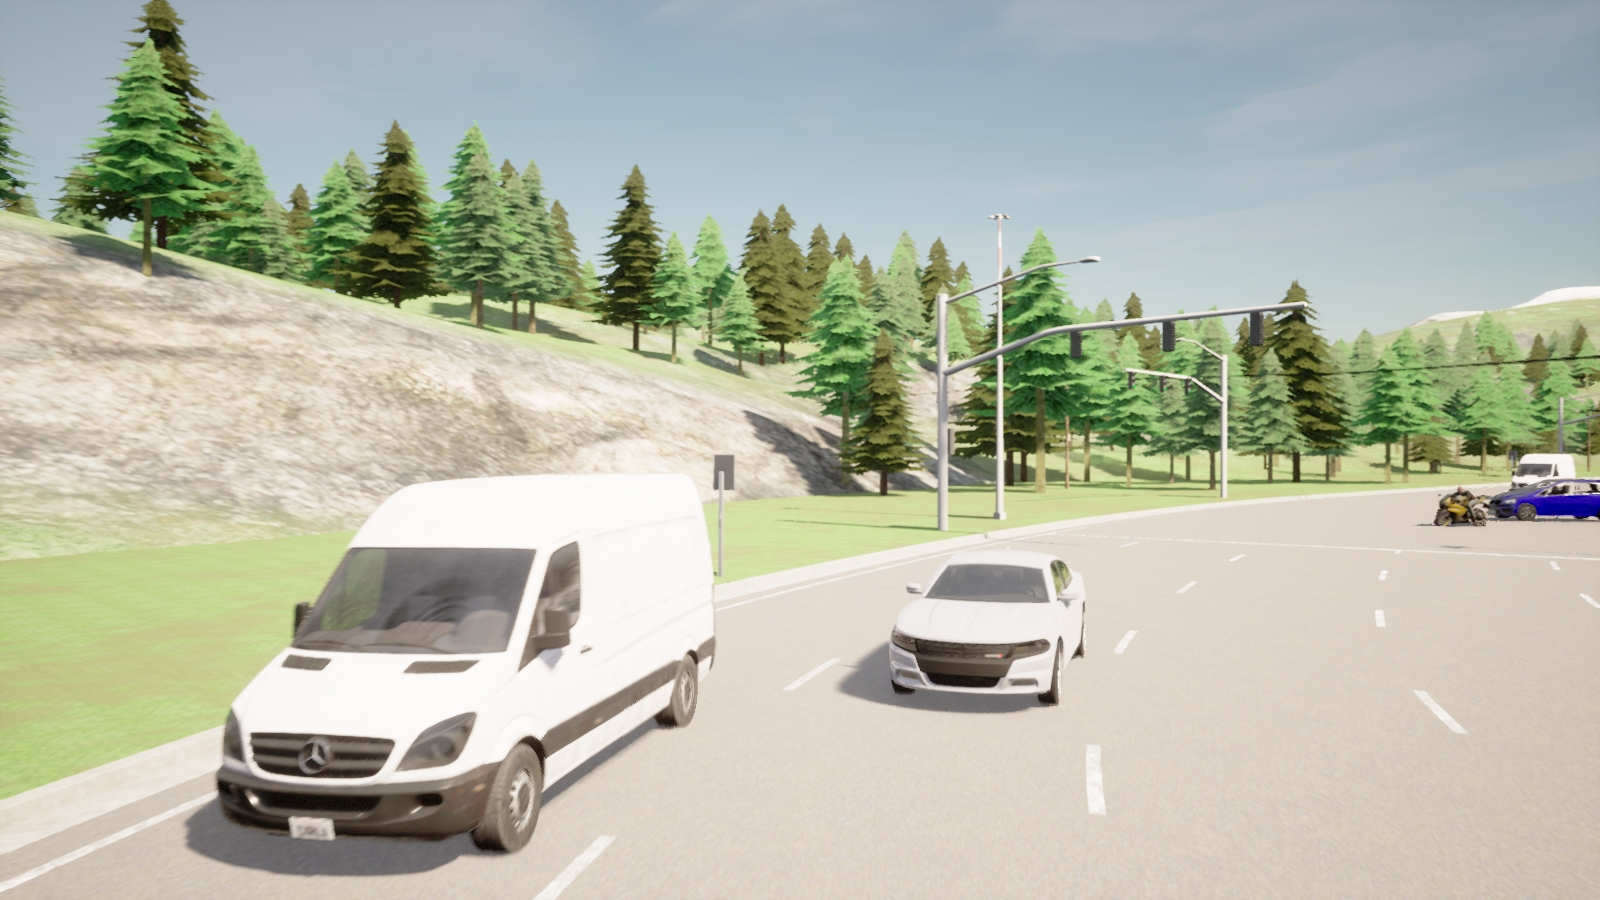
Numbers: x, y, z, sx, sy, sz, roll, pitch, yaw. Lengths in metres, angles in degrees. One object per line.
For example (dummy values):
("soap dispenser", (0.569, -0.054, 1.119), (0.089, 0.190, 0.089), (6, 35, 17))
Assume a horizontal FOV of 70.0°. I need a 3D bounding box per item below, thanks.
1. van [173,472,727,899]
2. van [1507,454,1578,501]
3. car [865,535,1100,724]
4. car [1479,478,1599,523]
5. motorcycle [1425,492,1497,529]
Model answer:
("van", (-2.453, 1.533, 10.111), (1.988, 2.561, 5.915), (-1, 0, 13))
("van", (42.540, 1.538, 65.397), (5.915, 2.561, 1.988), (0, 0, -43))
("car", (2.506, 2.033, 14.375), (2.097, 1.535, 5.006), (0, 0, 19))
("car", (29.896, 1.970, 45.294), (4.611, 1.667, 2.242), (0, 0, 7))
("motorcycle", (24.079, 2.207, 41.646), (2.209, 1.251, 0.867), (0, 2, -12))
